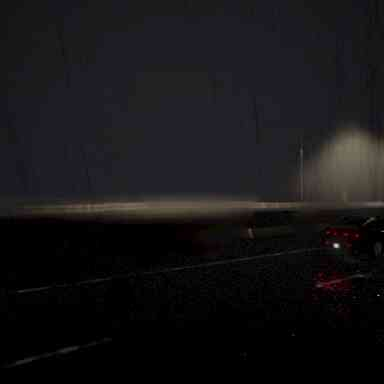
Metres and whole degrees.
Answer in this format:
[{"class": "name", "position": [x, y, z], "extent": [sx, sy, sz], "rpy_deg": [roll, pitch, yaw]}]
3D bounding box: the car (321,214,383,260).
[{"class": "car", "position": [7.111, 1.654, 13.157], "extent": [4.892, 1.490, 1.837], "rpy_deg": [0, 0, -35]}]
